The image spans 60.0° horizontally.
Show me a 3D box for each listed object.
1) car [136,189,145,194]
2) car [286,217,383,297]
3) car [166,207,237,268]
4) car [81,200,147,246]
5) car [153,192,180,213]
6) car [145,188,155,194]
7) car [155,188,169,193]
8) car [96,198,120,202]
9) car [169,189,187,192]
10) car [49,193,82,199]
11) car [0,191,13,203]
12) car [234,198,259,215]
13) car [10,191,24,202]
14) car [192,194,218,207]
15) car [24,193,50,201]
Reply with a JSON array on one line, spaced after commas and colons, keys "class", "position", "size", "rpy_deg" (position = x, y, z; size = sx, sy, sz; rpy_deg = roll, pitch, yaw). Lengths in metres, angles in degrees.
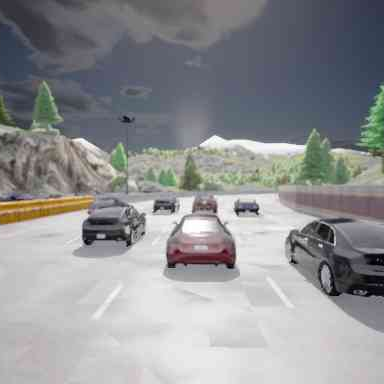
[{"class": "car", "position": [-12.321, -0.084, 84.857], "size": [1.882, 1.535, 5.008], "rpy_deg": [0, 1, 24]}, {"class": "car", "position": [3.717, 1.391, 8.238], "size": [1.837, 1.490, 4.892], "rpy_deg": [0, 1, 1]}, {"class": "car", "position": [0.279, 1.405, 10.765], "size": [1.994, 1.385, 4.181], "rpy_deg": [0, 1, 1]}, {"class": "car", "position": [-3.143, 1.288, 14.128], "size": [1.837, 1.490, 4.892], "rpy_deg": [0, 1, 1]}, {"class": "car", "position": [-2.243, 1.055, 30.202], "size": [1.837, 1.490, 4.892], "rpy_deg": [0, 1, 6]}, {"class": "car", "position": [-9.154, -0.176, 83.368], "size": [2.097, 1.767, 4.553], "rpy_deg": [0, 1, 24]}, {"class": "car", "position": [-6.437, 0.138, 80.903], "size": [1.882, 1.535, 5.008], "rpy_deg": [0, 1, 24]}, {"class": "car", "position": [-6.210, 1.164, 25.178], "size": [2.033, 1.411, 5.357], "rpy_deg": [0, 1, 4]}, {"class": "car", "position": [-2.856, 0.008, 80.312], "size": [1.882, 1.535, 5.008], "rpy_deg": [0, 1, 24]}, {"class": "car", "position": [-15.074, 0.892, 40.962], "size": [1.812, 1.442, 4.674], "rpy_deg": [0, 1, 10]}, {"class": "car", "position": [-24.883, 0.630, 45.691], "size": [2.097, 1.767, 4.553], "rpy_deg": [0, 1, 11]}, {"class": "car", "position": [4.590, 1.189, 28.431], "size": [1.895, 1.301, 4.718], "rpy_deg": [0, 1, 5]}, {"class": "car", "position": [-21.556, 0.868, 44.439], "size": [1.994, 1.385, 4.181], "rpy_deg": [0, 1, 11]}, {"class": "car", "position": [1.242, 0.914, 29.819], "size": [2.097, 1.767, 4.553], "rpy_deg": [0, 1, 6]}, {"class": "car", "position": [-18.406, 0.833, 42.243], "size": [2.128, 1.511, 4.902], "rpy_deg": [0, 1, 10]}]
